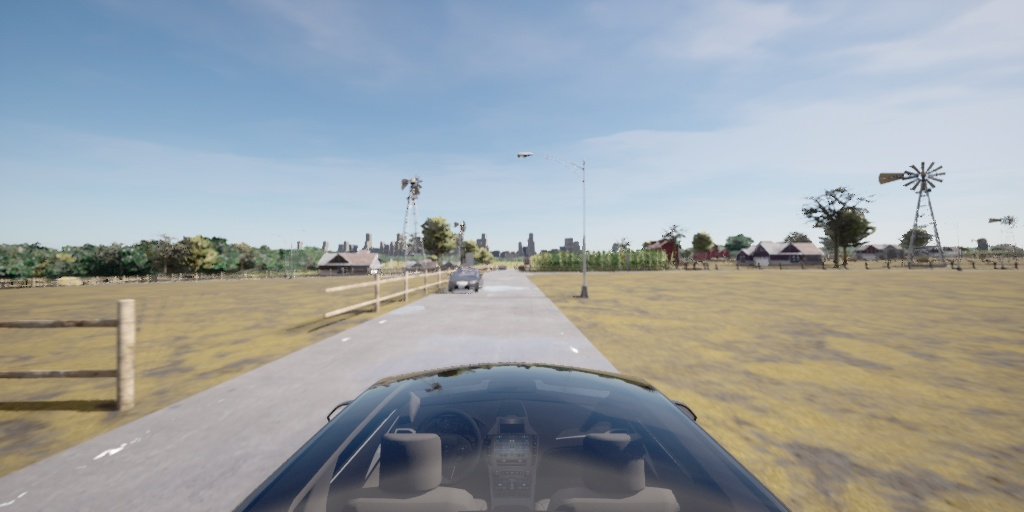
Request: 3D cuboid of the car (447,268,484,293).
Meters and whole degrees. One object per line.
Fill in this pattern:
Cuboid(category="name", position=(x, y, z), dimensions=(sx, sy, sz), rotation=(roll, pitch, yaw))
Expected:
Cuboid(category="car", position=(-2.851, 1.496, 22.821), dimensions=(2.128, 1.511, 4.902), rotation=(0, -1, 0))
